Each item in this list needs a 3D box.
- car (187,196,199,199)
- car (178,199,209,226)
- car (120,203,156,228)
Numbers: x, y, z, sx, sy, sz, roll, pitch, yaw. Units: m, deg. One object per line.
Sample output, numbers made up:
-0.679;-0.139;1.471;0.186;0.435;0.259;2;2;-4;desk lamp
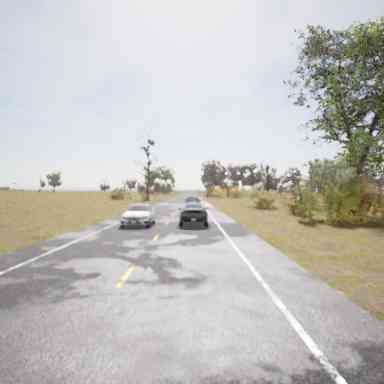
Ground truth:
0.103;1.283;41.358;2.097;1.767;4.553;0;0;0;car
0.100;1.468;23.111;1.837;1.490;4.892;0;0;0;car
-3.499;1.506;22.193;1.812;1.442;4.674;0;0;0;car
